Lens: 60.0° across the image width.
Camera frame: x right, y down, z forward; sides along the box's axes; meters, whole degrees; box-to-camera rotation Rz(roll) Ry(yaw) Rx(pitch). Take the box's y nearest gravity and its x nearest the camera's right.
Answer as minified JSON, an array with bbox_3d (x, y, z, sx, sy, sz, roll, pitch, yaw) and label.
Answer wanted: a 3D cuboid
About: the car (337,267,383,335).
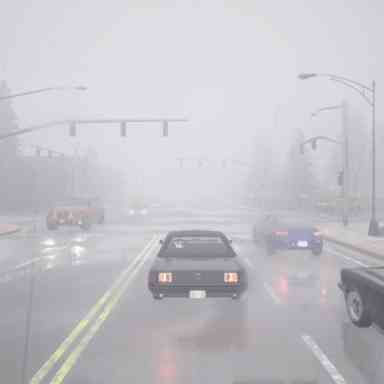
[{"bbox_3d":[3.612,1.601,4.050,1.895,1.301,4.718,0,0,0],"label":"car"}]

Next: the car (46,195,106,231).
[{"bbox_3d":[-7.018,1.221,20.753,2.150,2.045,5.566,0,0,0],"label":"car"}]

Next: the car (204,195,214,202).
[{"bbox_3d":[3.810,1.355,75.038,2.097,1.767,4.553,0,0,0],"label":"car"}]

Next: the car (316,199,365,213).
[{"bbox_3d":[16.069,1.478,36.137,5.008,1.535,1.882,0,0,0],"label":"car"}]

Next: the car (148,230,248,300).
[{"bbox_3d":[0.097,1.601,8.361,1.895,1.301,4.718,0,0,0],"label":"car"}]

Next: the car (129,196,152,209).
[{"bbox_3d":[-6.922,1.352,43.921,2.097,1.767,4.553,0,0,0],"label":"car"}]

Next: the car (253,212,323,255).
[{"bbox_3d":[3.633,1.526,13.153,1.812,1.442,4.674,0,0,0],"label":"car"}]

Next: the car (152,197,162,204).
[{"bbox_3d":[-6.798,1.564,63.510,1.994,1.385,4.181,0,0,1],"label":"car"}]

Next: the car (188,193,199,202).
[{"bbox_3d":[0.306,1.225,74.932,2.150,2.045,5.566,0,0,0],"label":"car"}]
